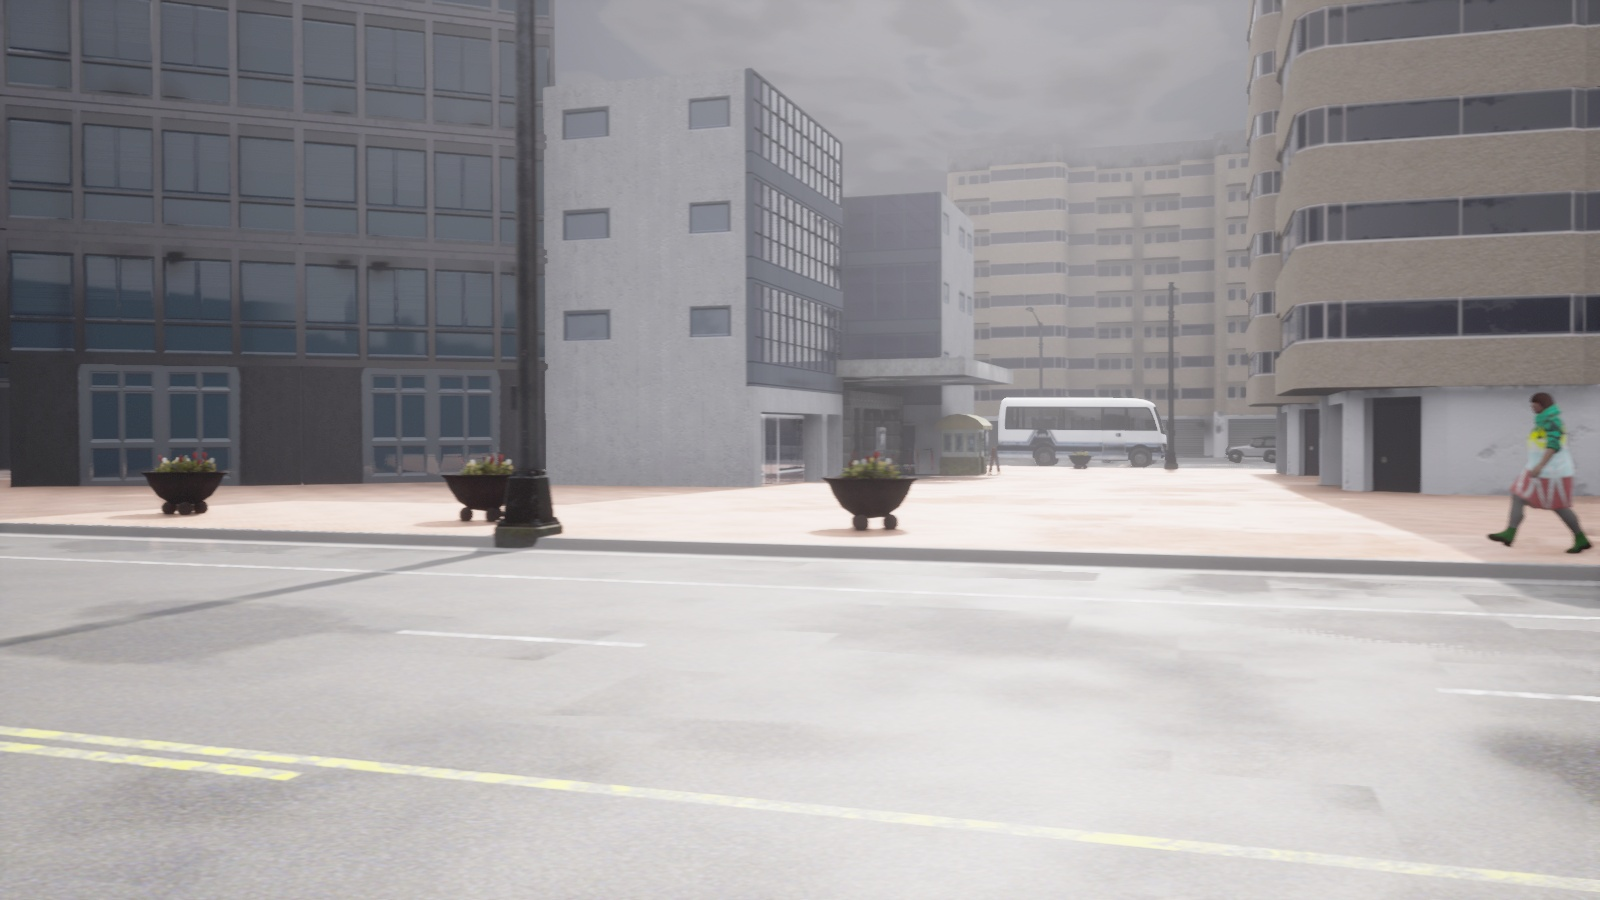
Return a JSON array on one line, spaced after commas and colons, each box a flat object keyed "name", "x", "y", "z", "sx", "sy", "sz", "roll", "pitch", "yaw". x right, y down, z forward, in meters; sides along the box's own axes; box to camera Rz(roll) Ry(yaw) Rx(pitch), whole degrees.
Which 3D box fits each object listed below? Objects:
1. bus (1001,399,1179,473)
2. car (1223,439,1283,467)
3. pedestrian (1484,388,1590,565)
[{"name": "bus", "x": 17.810, "y": -0.922, "z": 77.001, "sx": 10.273, "sy": 4.253, "sz": 3.944, "roll": 1, "pitch": 1, "yaw": 17}, {"name": "car", "x": 31.506, "y": 0.204, "z": 87.466, "sx": 3.866, "sy": 1.878, "sz": 1.905, "roll": 1, "pitch": 1, "yaw": 17}, {"name": "pedestrian", "x": 8.340, "y": 0.285, "z": 14.238, "sx": 0.873, "sy": 1.952, "sz": 0.659, "roll": 0, "pitch": 1, "yaw": 16}]
